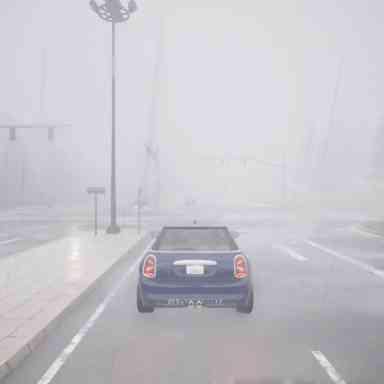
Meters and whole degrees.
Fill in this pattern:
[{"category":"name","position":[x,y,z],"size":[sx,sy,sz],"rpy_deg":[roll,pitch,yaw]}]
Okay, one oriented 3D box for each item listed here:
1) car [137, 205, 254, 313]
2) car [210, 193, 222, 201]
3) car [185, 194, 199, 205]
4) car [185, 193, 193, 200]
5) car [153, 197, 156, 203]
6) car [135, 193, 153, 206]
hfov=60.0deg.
[{"category":"car","position":[0.069,1.352,7.821],"size":[2.097,1.767,4.553],"rpy_deg":[0,0,0]},{"category":"car","position":[6.333,1.213,84.933],"size":[2.150,2.045,5.566],"rpy_deg":[0,0,-1]},{"category":"car","position":[-0.176,1.524,54.640],"size":[1.812,1.442,4.674],"rpy_deg":[0,0,-1]},{"category":"car","position":[-0.839,1.187,95.500],"size":[2.150,2.045,5.566],"rpy_deg":[0,0,-1]},{"category":"car","position":[-8.386,1.546,65.611],"size":[2.033,1.411,5.357],"rpy_deg":[0,0,0]},{"category":"car","position":[-8.285,1.351,55.997],"size":[2.097,1.767,4.553],"rpy_deg":[0,0,-1]}]
